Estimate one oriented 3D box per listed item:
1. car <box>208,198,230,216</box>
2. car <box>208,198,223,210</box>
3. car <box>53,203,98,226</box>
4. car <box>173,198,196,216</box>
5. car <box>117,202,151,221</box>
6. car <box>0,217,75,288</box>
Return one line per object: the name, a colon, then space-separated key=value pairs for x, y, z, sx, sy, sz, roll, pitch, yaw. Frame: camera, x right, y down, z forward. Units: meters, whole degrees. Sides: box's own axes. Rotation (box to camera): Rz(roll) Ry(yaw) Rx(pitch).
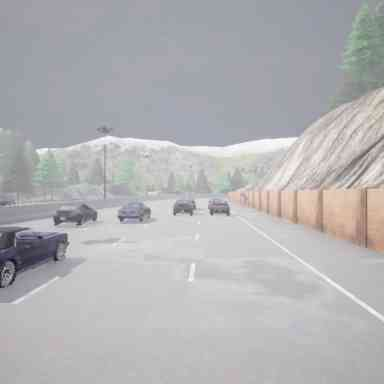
car: x=2.670 y=1.491 z=32.758 sx=2.128 sy=1.511 sz=4.902 roll=0 pitch=0 yaw=2
car: x=3.030 y=1.525 z=43.202 sx=1.812 sy=1.442 sz=4.674 roll=0 pitch=0 yaw=2
car: x=-8.151 y=1.525 z=23.515 sx=1.812 sy=1.442 sz=4.674 roll=0 pitch=0 yaw=2
car: x=-0.823 y=1.505 z=33.027 sx=1.837 sy=1.490 sz=4.892 roll=0 pitch=0 yaw=2
car: x=-4.548 y=1.547 z=26.780 sx=2.033 sy=1.411 sz=5.357 roll=0 pitch=0 yaw=3
car: x=-5.154 y=1.601 z=9.183 sx=1.895 sy=1.301 sz=4.718 roll=0 pitch=0 yaw=2
